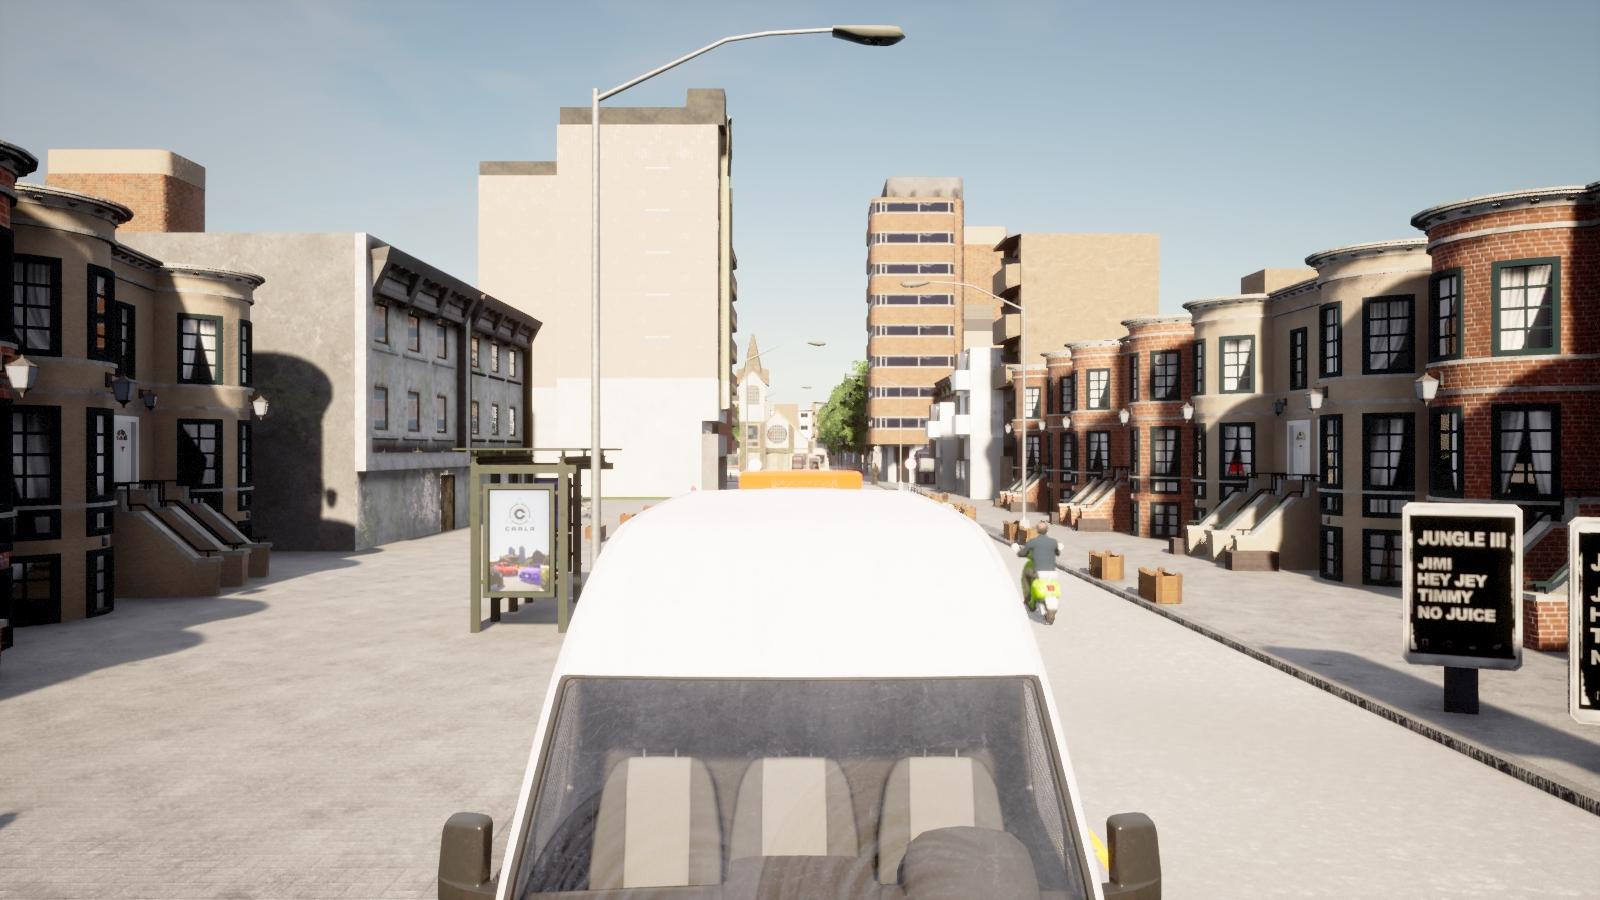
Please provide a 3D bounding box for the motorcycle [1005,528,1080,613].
[{"bbox_3d":[4.003,1.970,19.004,0.856,1.236,1.805,0,0,0],"label":"motorcycle"}]

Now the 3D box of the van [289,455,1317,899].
[{"bbox_3d":[0.007,1.317,5.167,1.988,2.561,5.915,0,0,0],"label":"van"}]
